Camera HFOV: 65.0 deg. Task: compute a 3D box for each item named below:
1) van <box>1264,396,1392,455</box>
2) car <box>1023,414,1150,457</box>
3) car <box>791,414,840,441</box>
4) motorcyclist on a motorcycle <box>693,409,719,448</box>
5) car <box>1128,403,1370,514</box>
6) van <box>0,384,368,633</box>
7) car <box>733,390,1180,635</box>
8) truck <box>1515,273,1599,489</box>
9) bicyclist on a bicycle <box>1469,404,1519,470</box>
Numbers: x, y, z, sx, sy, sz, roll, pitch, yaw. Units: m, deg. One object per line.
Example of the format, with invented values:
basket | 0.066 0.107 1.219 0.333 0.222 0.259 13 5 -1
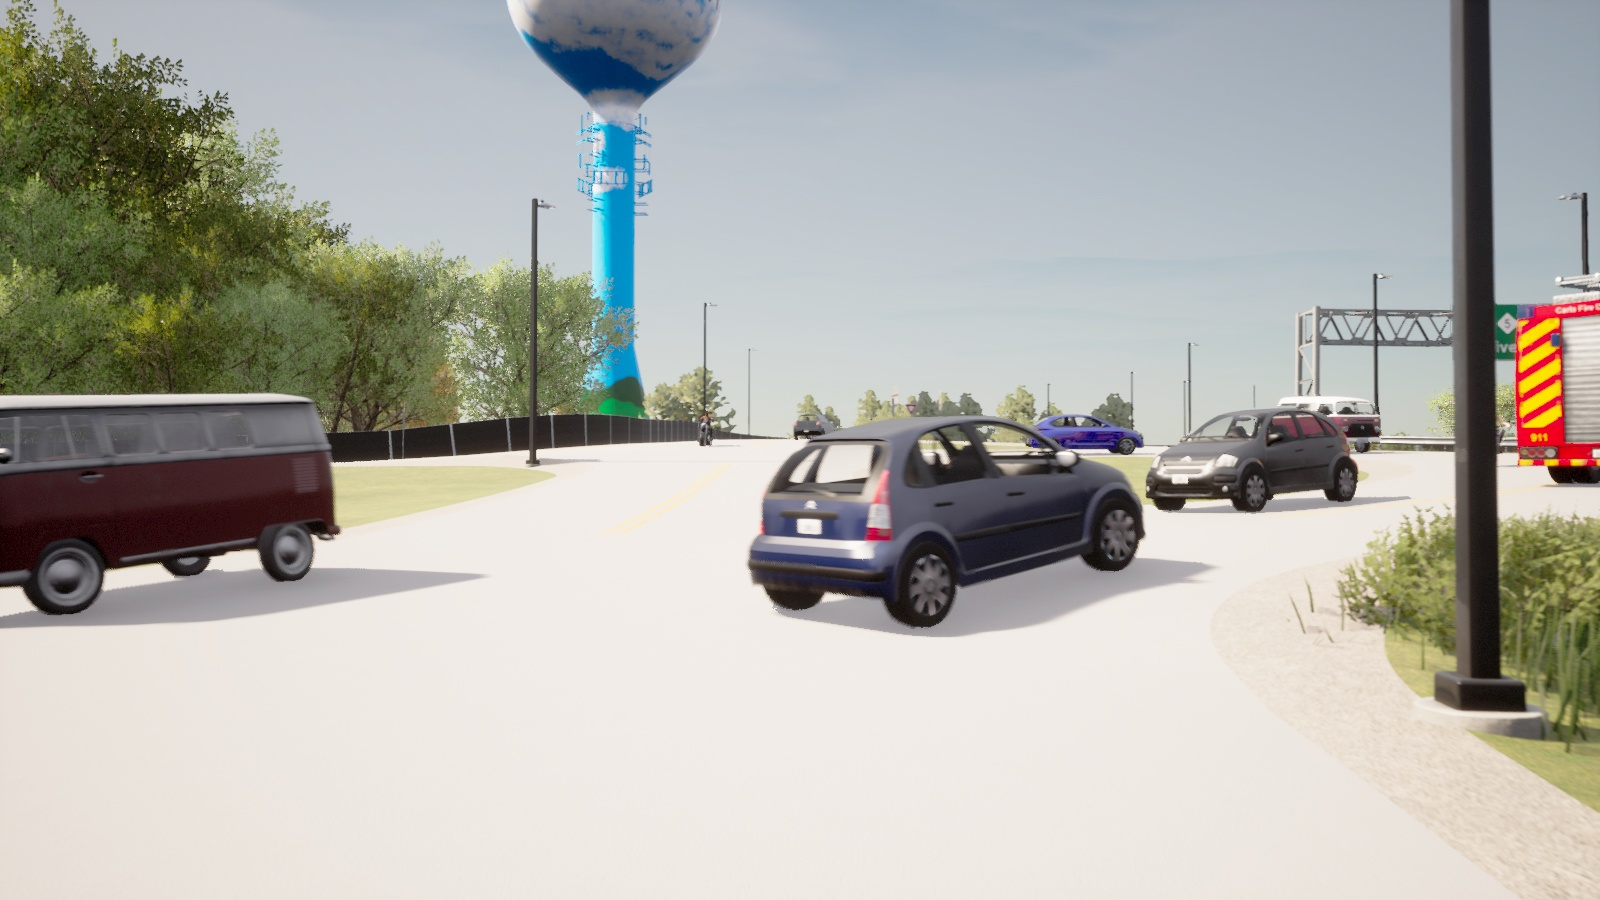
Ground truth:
van | 19.035 -0.901 45.505 2.069 2.038 4.480 0 2 -11
car | 10.347 -0.547 45.570 4.193 1.474 1.816 0 2 0
car | 0.927 -1.281 71.936 1.845 1.501 3.633 0 1 17
motorcyclist on a motorcycle | -4.130 -0.950 55.177 0.766 1.649 2.350 1 2 5
car | 7.446 0.106 20.687 3.988 1.617 1.851 -2 0 -38
van | -6.564 0.451 12.229 1.775 1.987 4.442 -6 1 23
car | 1.571 0.424 11.569 3.988 1.617 1.851 -8 5 -42
truck | 17.538 -1.329 24.787 8.468 3.827 2.891 -2 1 -38
bicyclist on a bicycle | 17.732 -0.339 32.110 0.866 1.612 1.509 -1 1 20
